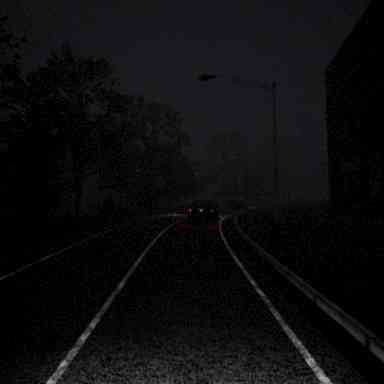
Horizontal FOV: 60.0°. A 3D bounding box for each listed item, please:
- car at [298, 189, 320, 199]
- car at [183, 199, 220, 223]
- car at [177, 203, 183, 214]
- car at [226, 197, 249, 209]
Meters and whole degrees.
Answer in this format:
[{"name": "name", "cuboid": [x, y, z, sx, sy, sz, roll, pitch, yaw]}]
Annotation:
[{"name": "car", "cuboid": [24.525, 0.412, 69.653, 5.566, 2.045, 2.150, -2, -3, -37]}, {"name": "car", "cuboid": [0.949, 1.323, 25.542, 2.097, 1.767, 4.553, -1, 0, 8]}, {"name": "car", "cuboid": [-0.063, 1.505, 36.388, 1.882, 1.535, 5.008, -2, -1, 18]}, {"name": "car", "cuboid": [5.841, 1.346, 42.070, 1.882, 1.535, 5.008, -3, -1, 24]}]
